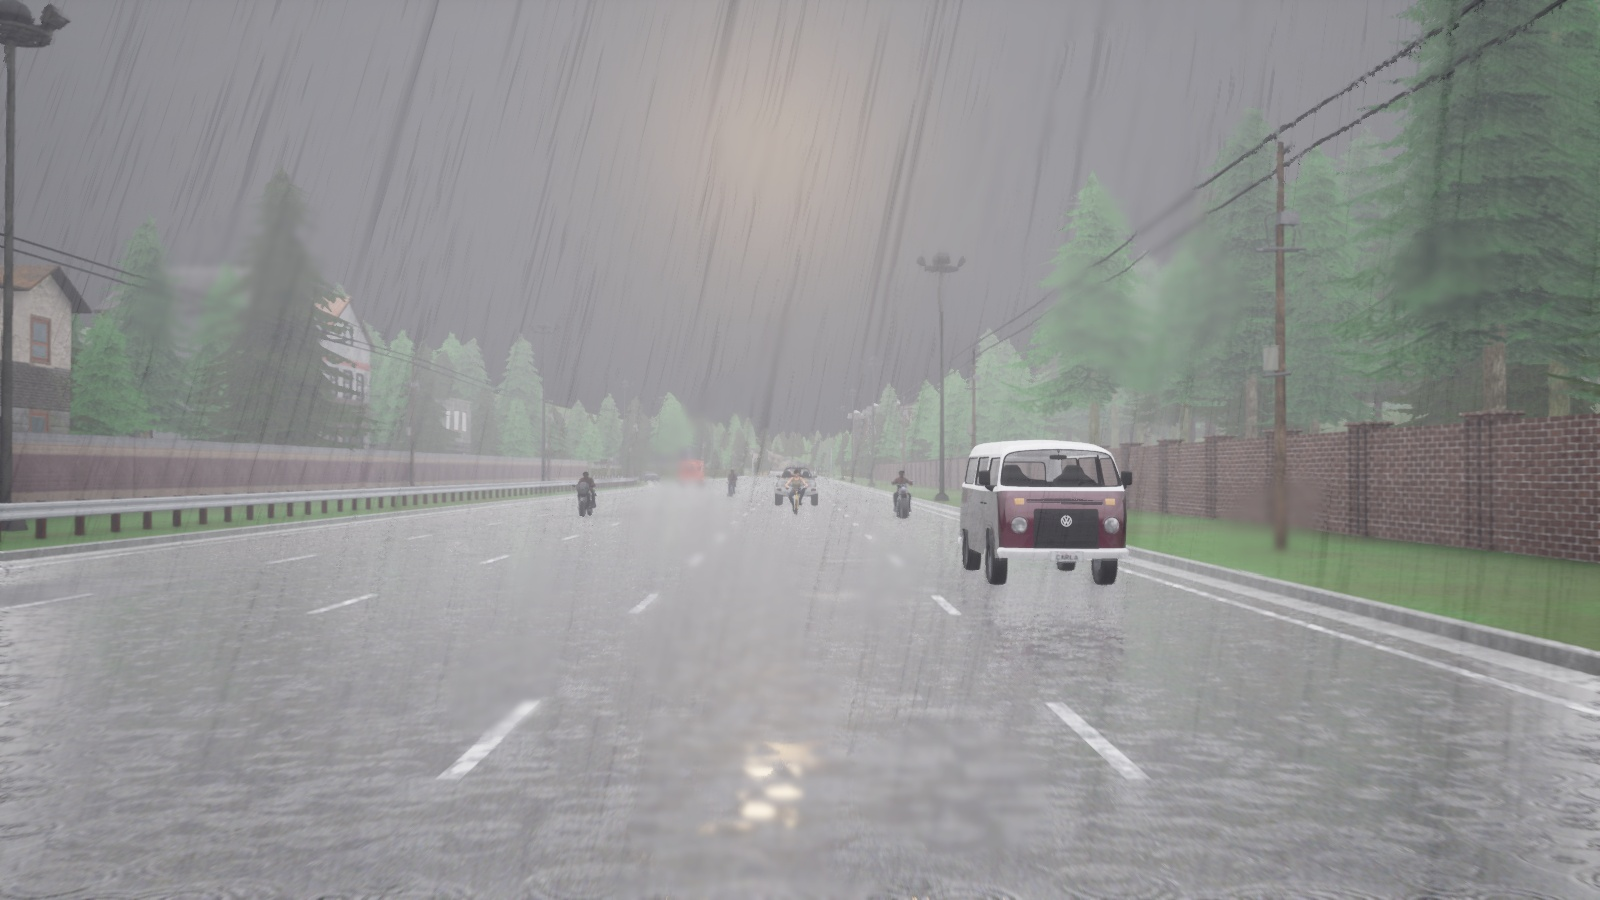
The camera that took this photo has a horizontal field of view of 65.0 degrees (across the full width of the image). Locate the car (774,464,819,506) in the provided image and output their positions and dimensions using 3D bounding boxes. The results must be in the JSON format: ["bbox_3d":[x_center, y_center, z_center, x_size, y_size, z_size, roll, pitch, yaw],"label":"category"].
[{"bbox_3d":[-0.135,1.594,57.368,1.932,1.855,4.605,0,-1,0],"label":"car"}]

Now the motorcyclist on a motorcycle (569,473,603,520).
[{"bbox_3d":[-7.101,1.525,41.786,0.797,1.523,2.044,0,-1,0],"label":"motorcyclist on a motorcycle"}]

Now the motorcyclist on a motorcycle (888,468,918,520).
[{"bbox_3d":[3.400,1.445,41.535,0.766,1.649,2.350,0,-1,0],"label":"motorcyclist on a motorcycle"}]

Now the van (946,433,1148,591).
[{"bbox_3d":[3.454,0.834,18.495,2.069,2.038,4.480,0,-1,0],"label":"van"}]
